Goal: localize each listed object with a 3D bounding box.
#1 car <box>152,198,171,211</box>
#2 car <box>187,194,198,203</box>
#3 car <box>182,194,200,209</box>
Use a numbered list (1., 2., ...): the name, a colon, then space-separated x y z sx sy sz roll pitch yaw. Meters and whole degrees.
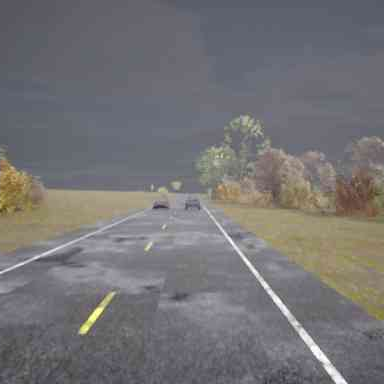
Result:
1. car: -3.598 1.441 40.176 2.033 1.411 5.357 0 0 0
2. car: 0.094 1.190 62.561 2.097 1.767 4.553 0 0 0
3. car: 0.096 1.377 43.133 2.128 1.511 4.902 0 0 0
